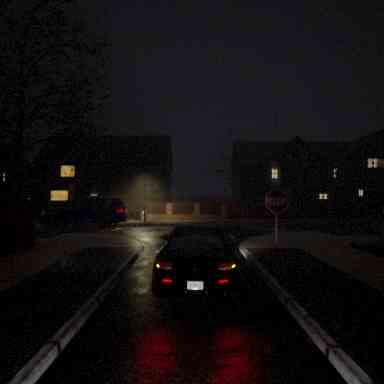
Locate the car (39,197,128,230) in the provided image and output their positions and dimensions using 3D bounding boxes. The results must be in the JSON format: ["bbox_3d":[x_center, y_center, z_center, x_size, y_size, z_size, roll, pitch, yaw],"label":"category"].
[{"bbox_3d":[-7.021,1.376,21.906,5.566,2.045,2.150,-1,-1,1],"label":"car"}]

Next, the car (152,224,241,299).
[{"bbox_3d":[0.134,1.529,8.330,1.812,1.442,4.674,0,0,2],"label":"car"}]
